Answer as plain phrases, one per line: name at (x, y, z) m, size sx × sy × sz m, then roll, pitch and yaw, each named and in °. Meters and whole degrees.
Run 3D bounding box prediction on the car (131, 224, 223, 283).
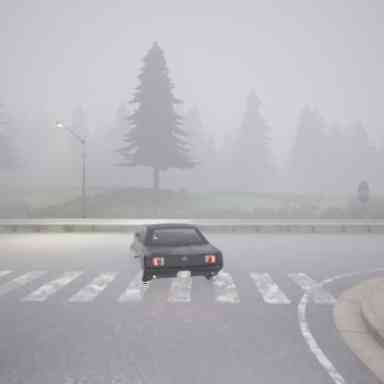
car at (-0.696, 1.577, 9.736) m, size 1.895 × 1.301 × 4.718 m, roll 0°, pitch 0°, yaw -14°
